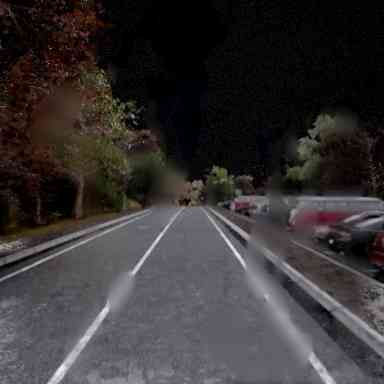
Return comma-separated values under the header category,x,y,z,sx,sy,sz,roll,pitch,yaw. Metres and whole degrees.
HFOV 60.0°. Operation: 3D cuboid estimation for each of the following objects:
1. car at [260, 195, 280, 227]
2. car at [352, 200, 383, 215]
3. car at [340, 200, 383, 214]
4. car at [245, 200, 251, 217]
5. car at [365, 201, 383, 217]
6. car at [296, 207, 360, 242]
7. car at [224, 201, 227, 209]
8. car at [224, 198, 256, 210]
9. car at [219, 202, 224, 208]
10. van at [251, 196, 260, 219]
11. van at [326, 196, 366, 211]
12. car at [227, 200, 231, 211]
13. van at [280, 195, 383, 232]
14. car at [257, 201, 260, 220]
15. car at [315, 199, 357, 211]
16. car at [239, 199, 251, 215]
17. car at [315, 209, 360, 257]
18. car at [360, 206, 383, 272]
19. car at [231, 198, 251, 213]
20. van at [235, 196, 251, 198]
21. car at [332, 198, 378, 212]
category,x,y,z,sx,sy,sz,roll,pitch,yaw
car,7.096,1.199,19.273,5.566,2.045,2.435,0,0,0
car,20.174,1.654,35.697,5.008,1.535,2.097,0,-1,0
car,20.180,1.693,38.592,5.008,1.535,2.097,0,-1,0
car,7.086,1.587,27.581,4.674,1.452,2.002,0,-1,0
car,20.168,1.618,32.927,4.892,1.521,2.231,0,-1,0
car,7.059,1.505,13.721,4.674,1.452,2.002,0,0,0
car,7.146,1.799,44.236,4.792,1.488,2.163,0,-1,0
car,7.158,1.721,49.786,4.553,1.767,2.185,0,-1,0
car,7.093,1.556,47.016,5.566,2.045,2.435,0,-1,0
van,6.961,1.284,24.809,4.442,1.987,1.878,0,-1,0
van,20.312,1.540,44.010,4.442,1.987,1.878,0,-1,0
car,7.113,1.773,41.461,4.674,1.452,2.002,0,-1,0
van,6.945,1.232,16.497,4.442,1.987,1.878,0,0,0
car,7.102,1.502,22.023,4.792,1.488,2.163,0,0,0
car,20.194,1.804,46.778,4.892,1.521,2.231,0,-1,0
car,7.059,1.614,30.358,4.792,1.488,2.163,0,-1,0
car,7.045,1.473,10.945,5.008,1.535,2.097,0,0,0
car,7.014,1.355,8.168,4.553,1.767,2.185,0,0,0
car,7.105,1.658,35.909,5.008,1.535,2.097,0,-1,0
van,7.222,1.470,38.688,4.442,1.987,1.878,0,-1,0
car,20.159,1.603,41.239,4.553,1.767,2.185,0,-1,0
